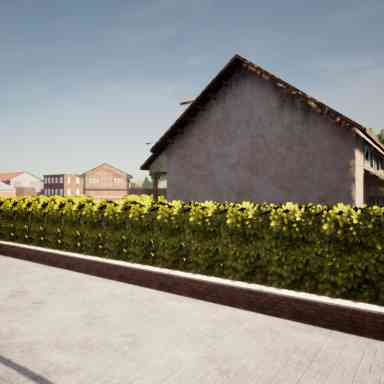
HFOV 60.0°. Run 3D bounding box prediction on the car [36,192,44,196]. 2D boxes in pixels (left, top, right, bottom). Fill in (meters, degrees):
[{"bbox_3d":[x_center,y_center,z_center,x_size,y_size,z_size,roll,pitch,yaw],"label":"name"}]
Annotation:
[{"bbox_3d":[-31.328,0.973,68.439,3.866,1.878,1.905,0,0,35],"label":"car"}]
